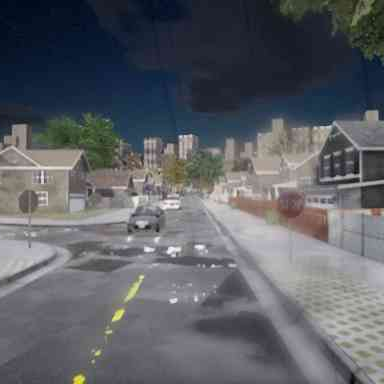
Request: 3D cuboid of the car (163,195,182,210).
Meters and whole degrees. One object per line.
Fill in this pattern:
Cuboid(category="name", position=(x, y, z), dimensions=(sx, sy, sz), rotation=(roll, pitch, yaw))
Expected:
Cuboid(category="car", position=(-2.602, 1.445, 45.267), dimensions=(2.150, 2.045, 5.566), rotation=(0, 2, 0))

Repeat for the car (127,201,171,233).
Cuboid(category="car", position=(-2.687, 1.579, 20.325), dimensions=(2.128, 1.511, 4.902), rotation=(0, 0, 0))
